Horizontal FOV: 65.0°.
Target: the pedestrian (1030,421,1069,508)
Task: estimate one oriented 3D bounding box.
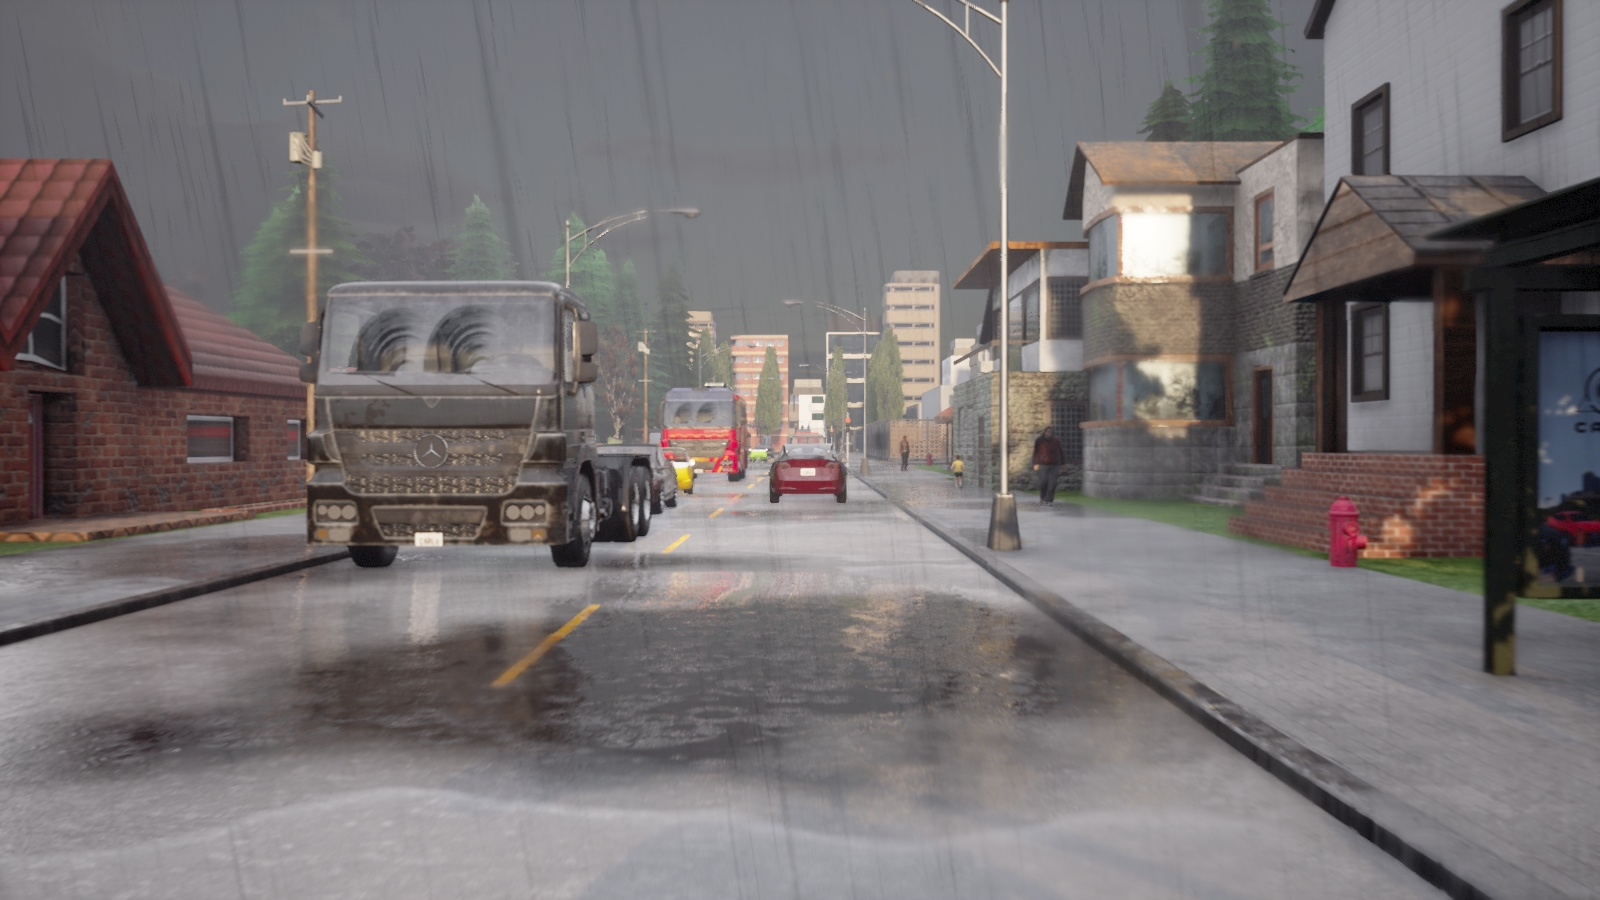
[{"bbox_3d":[5.365,0.308,27.043,0.634,1.844,0.899,0,0,-1],"label":"pedestrian"}]

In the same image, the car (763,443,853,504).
[{"bbox_3d":[0.208,0.561,32.888,2.163,1.488,4.792,0,0,0],"label":"car"}]

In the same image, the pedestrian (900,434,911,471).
[{"bbox_3d":[5.082,0.119,60.526,0.328,1.805,0.869,0,0,-7],"label":"pedestrian"}]

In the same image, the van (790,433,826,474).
[{"bbox_3d":[0.396,0.143,63.284,1.775,1.987,4.442,0,0,0],"label":"van"}]

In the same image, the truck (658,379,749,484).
[{"bbox_3d":[-3.692,-0.702,49.928,2.891,3.827,8.468,0,0,0],"label":"truck"}]

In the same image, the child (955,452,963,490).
[{"bbox_3d":[4.737,0.629,37.407,0.255,1.110,0.394,0,0,6],"label":"child"}]

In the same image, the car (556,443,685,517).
[{"bbox_3d":[-3.826,0.587,27.665,2.163,1.488,4.792,0,0,0],"label":"car"}]

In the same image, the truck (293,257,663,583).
[{"bbox_3d":[-3.869,-0.336,17.340,2.891,3.462,7.936,0,0,1],"label":"truck"}]

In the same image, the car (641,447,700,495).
[{"bbox_3d":[-3.768,0.592,36.669,1.481,1.376,2.207,0,0,0],"label":"car"}]
